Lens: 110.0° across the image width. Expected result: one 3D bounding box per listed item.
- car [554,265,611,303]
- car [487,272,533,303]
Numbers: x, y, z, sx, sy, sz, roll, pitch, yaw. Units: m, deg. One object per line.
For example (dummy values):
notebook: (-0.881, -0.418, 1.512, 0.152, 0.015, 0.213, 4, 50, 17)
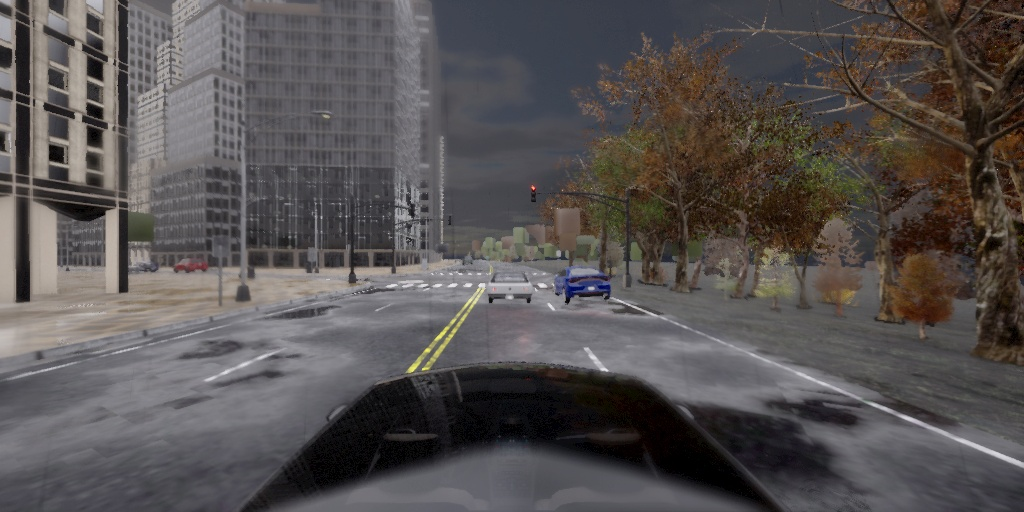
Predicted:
car: (3.098, 1.193, 16.606, 1.882, 1.535, 5.008, -3, -1, -1)
car: (-0.120, 1.366, 16.570, 1.895, 1.301, 4.718, 0, 0, -1)
